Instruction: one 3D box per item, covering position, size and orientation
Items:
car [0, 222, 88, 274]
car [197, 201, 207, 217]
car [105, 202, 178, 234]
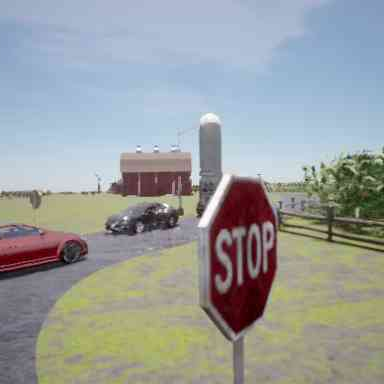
[{"bbox_3d":[-5.131,1.540,9.498,1.994,1.385,4.181,-1,0,35],"label":"car"},{"bbox_3d":[2.433,0.920,27.159,2.150,2.045,5.566,-1,0,29],"label":"car"},{"bbox_3d":[-2.672,1.377,18.612,1.837,1.490,4.892,-1,0,32],"label":"car"}]
